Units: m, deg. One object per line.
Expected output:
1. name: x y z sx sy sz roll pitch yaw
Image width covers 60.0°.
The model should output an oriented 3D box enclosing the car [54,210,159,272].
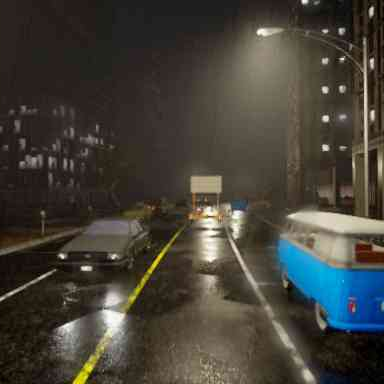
1. car: -2.576 1.561 11.098 2.033 1.411 5.357 0 0 2

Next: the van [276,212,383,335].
1. van: 2.819 1.351 6.450 1.690 1.788 3.998 1 0 2

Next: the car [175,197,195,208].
1. car: -1.258 1.634 48.769 1.947 1.339 4.313 1 0 9

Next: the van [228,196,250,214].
1. van: 4.995 1.379 35.836 1.690 1.788 3.998 1 0 7

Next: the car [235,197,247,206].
1. car: 8.810 1.584 59.258 1.752 1.417 4.829 1 0 12

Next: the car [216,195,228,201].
1. car: 7.558 1.694 87.334 1.947 1.339 4.313 1 0 16

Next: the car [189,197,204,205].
1. car: 0.778 1.649 59.987 1.947 1.339 4.313 1 0 11

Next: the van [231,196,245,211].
1. van: 5.769 1.384 41.648 1.690 1.788 3.998 1 0 8

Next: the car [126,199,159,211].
1. car: -4.110 1.560 25.931 1.752 1.417 4.829 1 0 5

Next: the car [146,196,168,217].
1. car: -3.544 1.358 31.740 2.192 1.841 5.009 1 0 6

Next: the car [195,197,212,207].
1. car: 2.072 1.573 53.255 1.837 1.490 4.892 0 0 10

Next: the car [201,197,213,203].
1. car: 3.210 1.681 71.069 1.802 1.307 4.206 1 0 13

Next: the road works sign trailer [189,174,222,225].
1. road works sign trailer: 1.052 0.494 24.713 2.380 3.560 2.880 0 0 6

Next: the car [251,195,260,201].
1. car: 15.880 1.656 87.169 1.947 1.339 4.313 1 0 17

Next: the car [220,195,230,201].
1. car: 9.118 1.663 92.429 1.752 1.417 4.829 1 0 17

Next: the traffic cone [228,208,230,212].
1. traffic cone: 4.189 1.996 37.459 0.340 0.580 0.340 0 0 6
